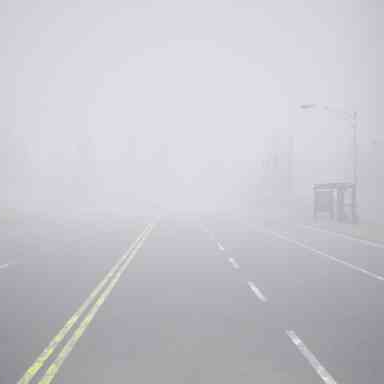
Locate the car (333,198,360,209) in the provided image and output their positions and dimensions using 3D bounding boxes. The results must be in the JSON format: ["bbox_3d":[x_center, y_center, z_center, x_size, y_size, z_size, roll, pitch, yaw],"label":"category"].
[{"bbox_3d":[17.710,1.434,40.246,4.902,1.511,2.128,0,0,-2],"label":"car"}]

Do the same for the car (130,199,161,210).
[{"bbox_3d":[-5.980,1.571,41.972,1.895,1.301,4.718,0,0,-40],"label":"car"}]
